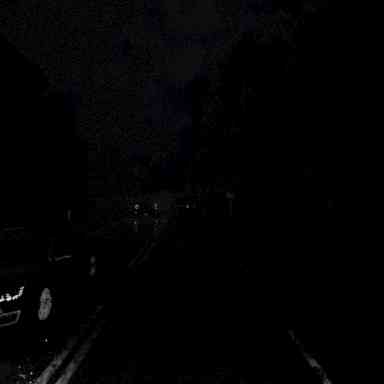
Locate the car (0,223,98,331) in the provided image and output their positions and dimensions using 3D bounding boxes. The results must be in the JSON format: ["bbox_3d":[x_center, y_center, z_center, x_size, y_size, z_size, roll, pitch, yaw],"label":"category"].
[{"bbox_3d":[-3.419,1.495,7.120,1.837,1.490,4.892,0,0,-1],"label":"car"}]

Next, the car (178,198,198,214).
[{"bbox_3d":[-0.401,1.329,32.439,2.033,1.411,5.357,0,1,0],"label":"car"}]

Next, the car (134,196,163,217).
[{"bbox_3d":[-3.714,1.176,28.742,2.097,1.767,4.553,0,1,-1],"label":"car"}]
